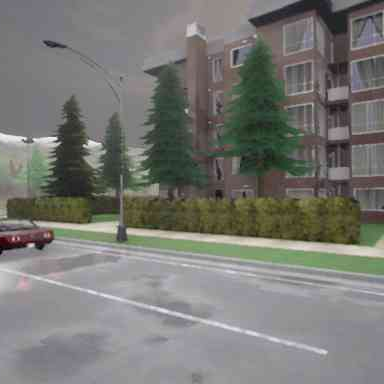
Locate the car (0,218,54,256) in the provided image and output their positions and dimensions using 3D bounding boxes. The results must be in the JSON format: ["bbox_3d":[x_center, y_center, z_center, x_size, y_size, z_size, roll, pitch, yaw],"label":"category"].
[{"bbox_3d":[-7.830,1.734,13.747,4.718,1.301,1.895,-1,0,36],"label":"car"}]
